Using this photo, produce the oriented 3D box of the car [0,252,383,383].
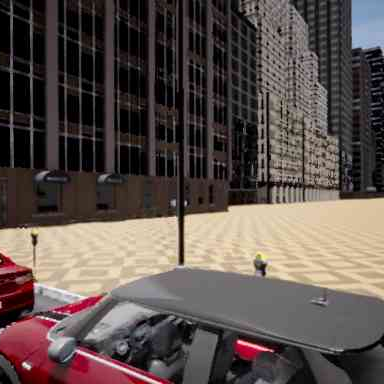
[{"bbox_3d":[-0.165,1.452,2.990,4.097,1.590,1.967,-1,0,35],"label":"car"}]
